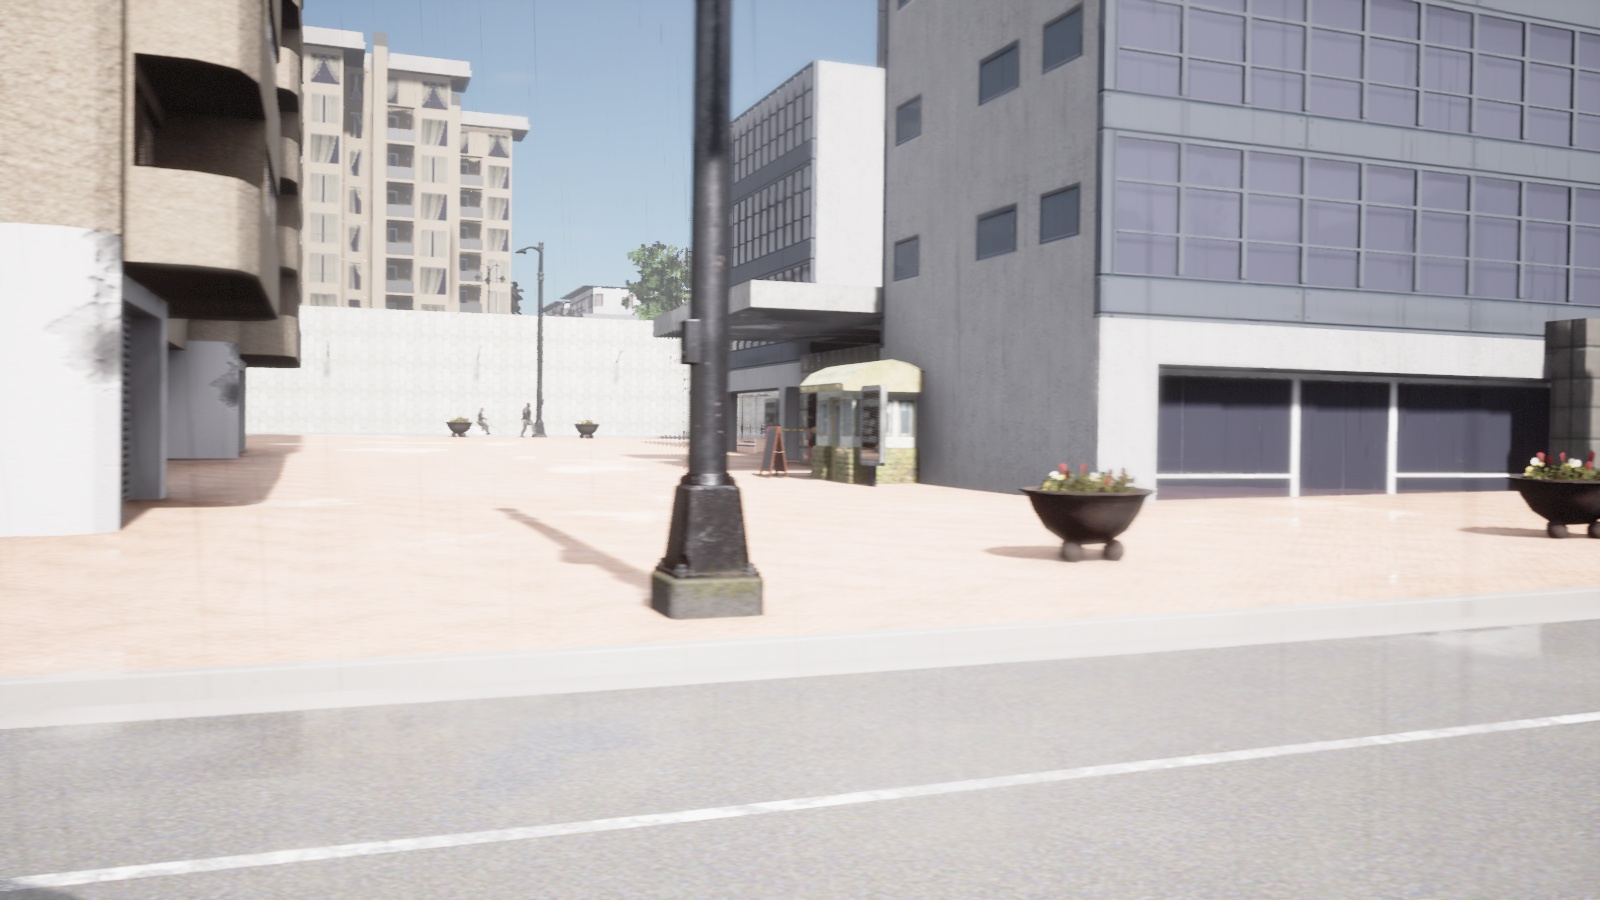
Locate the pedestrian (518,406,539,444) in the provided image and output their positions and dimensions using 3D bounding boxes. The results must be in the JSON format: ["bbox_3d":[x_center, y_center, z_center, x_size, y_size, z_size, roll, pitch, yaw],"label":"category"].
[{"bbox_3d":[-13.695,-1.251,63.325,0.849,1.883,0.563,0,1,19],"label":"pedestrian"}]
